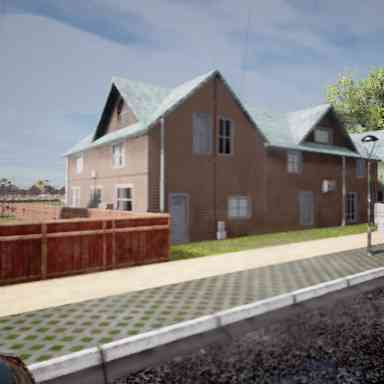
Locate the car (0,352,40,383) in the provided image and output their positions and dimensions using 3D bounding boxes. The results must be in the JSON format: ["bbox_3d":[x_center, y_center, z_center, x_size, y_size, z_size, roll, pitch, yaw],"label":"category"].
[{"bbox_3d":[-2.669,1.570,1.160,4.181,1.385,1.994,0,0,-36],"label":"car"}]
